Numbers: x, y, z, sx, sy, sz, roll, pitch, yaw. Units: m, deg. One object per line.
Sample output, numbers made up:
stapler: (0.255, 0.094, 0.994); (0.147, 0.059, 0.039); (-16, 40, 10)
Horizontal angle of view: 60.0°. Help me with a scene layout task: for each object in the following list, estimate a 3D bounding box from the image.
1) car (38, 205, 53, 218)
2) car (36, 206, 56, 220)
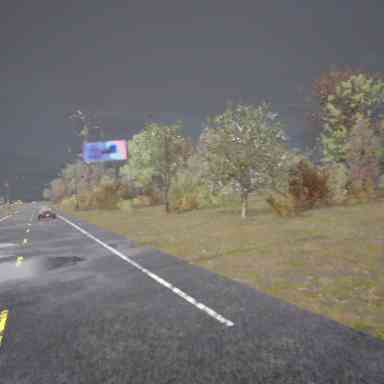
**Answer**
car: (-21.025, 2.730, 47.615); (1.837, 1.490, 4.892); (-3, 1, -25)
car: (-17.413, 2.538, 39.949); (1.812, 1.442, 4.674); (-3, 0, -25)
